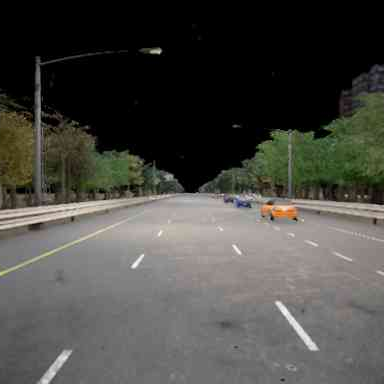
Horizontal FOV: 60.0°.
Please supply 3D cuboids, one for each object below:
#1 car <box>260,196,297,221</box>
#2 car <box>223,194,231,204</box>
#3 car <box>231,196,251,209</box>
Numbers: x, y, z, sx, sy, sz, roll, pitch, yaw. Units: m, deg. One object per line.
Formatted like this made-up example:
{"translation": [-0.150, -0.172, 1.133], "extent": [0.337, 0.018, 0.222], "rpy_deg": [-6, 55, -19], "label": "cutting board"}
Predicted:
{"translation": [7.027, 1.360, 27.363], "extent": [2.097, 1.767, 4.553], "rpy_deg": [0, 0, 0], "label": "car"}
{"translation": [7.151, 1.526, 65.899], "extent": [1.837, 1.490, 4.892], "rpy_deg": [0, 0, 0], "label": "car"}
{"translation": [7.086, 1.508, 46.961], "extent": [1.882, 1.535, 5.008], "rpy_deg": [0, 0, 0], "label": "car"}
